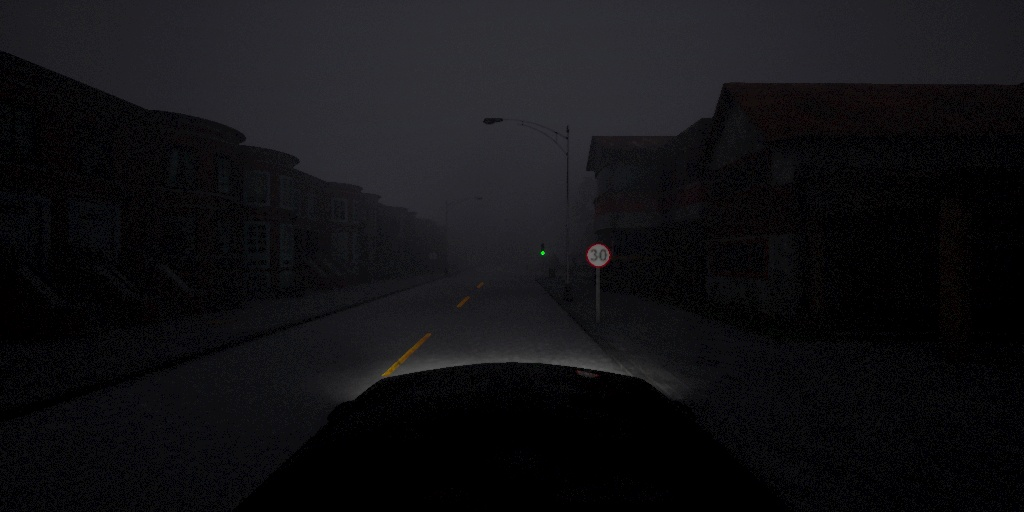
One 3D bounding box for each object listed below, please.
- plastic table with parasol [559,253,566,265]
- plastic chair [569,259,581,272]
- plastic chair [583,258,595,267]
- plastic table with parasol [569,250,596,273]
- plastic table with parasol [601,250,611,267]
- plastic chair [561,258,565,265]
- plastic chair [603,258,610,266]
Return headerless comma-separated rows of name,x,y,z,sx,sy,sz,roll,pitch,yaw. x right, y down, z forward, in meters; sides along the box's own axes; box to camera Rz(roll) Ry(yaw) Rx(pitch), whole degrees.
plastic table with parasol,9.622,0.697,56.638,2.482,2.480,2.482,0,0,-40
plastic chair,9.033,1.336,51.404,0.730,1.272,0.750,0,0,-40
plastic chair,10.966,1.336,51.175,0.750,1.272,0.730,0,0,-35
plastic table with parasol,10.064,0.732,52.148,2.482,2.480,2.482,0,0,-40
plastic table with parasol,15.294,0.702,53.150,2.482,2.480,2.482,0,0,-40
plastic chair,8.592,1.298,55.894,0.730,1.272,0.750,0,0,-40
plastic chair,14.263,1.318,52.406,0.730,1.272,0.750,0,0,-40
